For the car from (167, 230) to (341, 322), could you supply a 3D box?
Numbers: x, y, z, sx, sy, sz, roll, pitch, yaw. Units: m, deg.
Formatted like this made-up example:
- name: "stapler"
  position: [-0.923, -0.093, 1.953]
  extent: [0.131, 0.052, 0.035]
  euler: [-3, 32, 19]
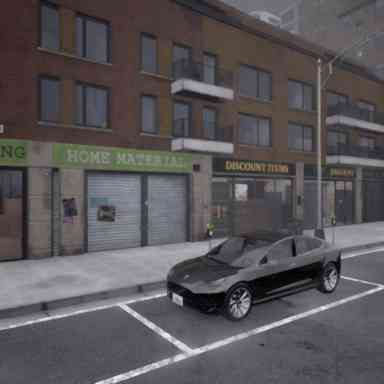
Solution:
- name: "car"
  position: [1.517, 1.565, 7.257]
  extent: [4.313, 1.339, 1.947]
  euler: [0, 0, -35]
